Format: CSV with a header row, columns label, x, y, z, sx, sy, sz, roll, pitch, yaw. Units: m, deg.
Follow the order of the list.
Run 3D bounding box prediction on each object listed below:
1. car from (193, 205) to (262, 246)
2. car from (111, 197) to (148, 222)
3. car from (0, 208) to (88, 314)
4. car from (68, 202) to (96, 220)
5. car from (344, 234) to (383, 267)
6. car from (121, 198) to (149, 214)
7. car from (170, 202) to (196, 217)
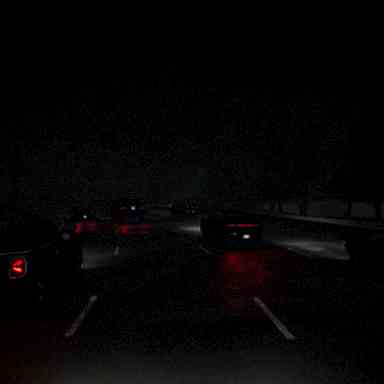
label,x,y,z,sx,sy,sz,roll,pitch,yaw
car,1.736,1.621,16.086,2.128,1.511,4.902,0,0,-12
car,-5.773,1.467,29.383,2.150,2.045,5.566,0,-1,-22
car,-4.076,1.423,7.853,2.097,1.767,4.553,0,0,-6
car,-10.244,1.870,31.071,1.895,1.301,4.718,0,-1,-24
car,6.372,1.668,9.343,1.895,1.301,4.718,0,0,-7
car,-6.998,1.691,40.375,2.097,1.767,4.553,0,0,-28
car,-0.881,1.784,35.659,2.128,1.511,4.902,0,-1,-24
